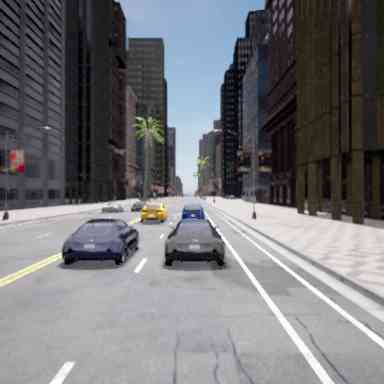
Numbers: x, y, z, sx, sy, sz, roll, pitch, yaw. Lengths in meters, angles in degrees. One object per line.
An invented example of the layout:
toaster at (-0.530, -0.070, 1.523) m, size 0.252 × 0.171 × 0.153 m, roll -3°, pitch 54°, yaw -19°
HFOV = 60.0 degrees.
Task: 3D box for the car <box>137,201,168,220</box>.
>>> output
car at (-3.157, 1.700, 28.407) m, size 1.882 × 1.535 × 5.008 m, roll 0°, pitch 0°, yaw 0°

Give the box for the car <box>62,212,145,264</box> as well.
car at (-3.161, 1.661, 12.265) m, size 1.994 × 1.385 × 4.181 m, roll 0°, pitch 0°, yaw 0°

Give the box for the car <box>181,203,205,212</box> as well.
car at (0.093, 1.700, 28.403) m, size 1.882 × 1.535 × 5.008 m, roll 0°, pitch 0°, yaw 0°

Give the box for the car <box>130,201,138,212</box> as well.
car at (-6.583, 1.897, 42.516) m, size 1.994 × 1.385 × 4.181 m, roll 0°, pitch 0°, yaw 0°

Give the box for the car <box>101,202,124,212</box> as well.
car at (-9.838, 1.925, 41.371) m, size 1.895 × 1.301 × 4.718 m, roll 0°, pitch 0°, yaw 0°

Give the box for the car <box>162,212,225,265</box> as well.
car at (0.089, 1.660, 12.128) m, size 1.994 × 1.385 × 4.181 m, roll 0°, pitch 0°, yaw 0°
